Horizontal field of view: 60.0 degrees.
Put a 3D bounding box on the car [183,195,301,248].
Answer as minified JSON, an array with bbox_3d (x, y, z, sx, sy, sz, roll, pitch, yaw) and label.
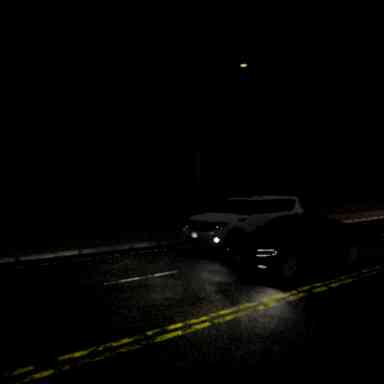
[{"bbox_3d":[2.307,1.165,13.442,5.566,2.045,2.150,0,0,-36],"label":"car"}]

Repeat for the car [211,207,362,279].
[{"bbox_3d":[3.193,1.428,10.064,5.008,1.535,1.882,0,0,-36],"label":"car"}]
